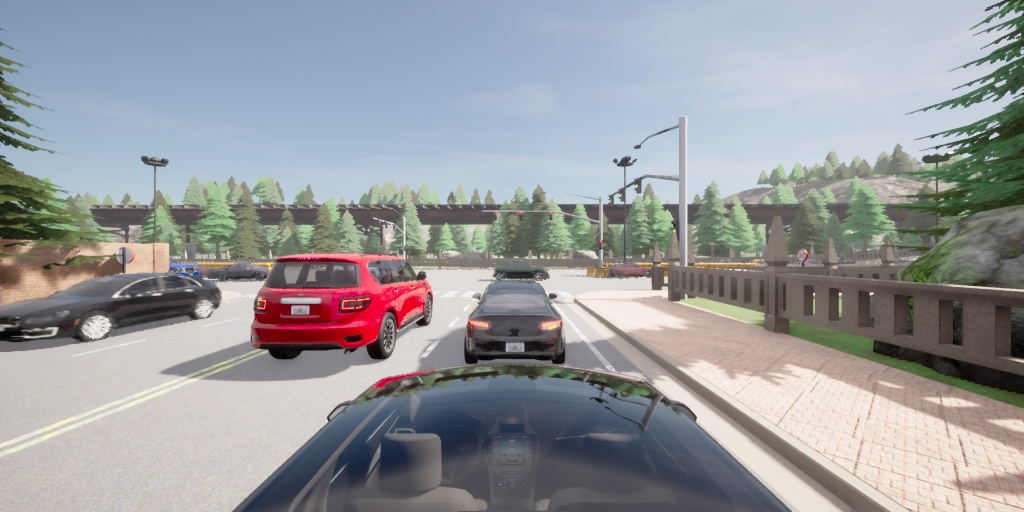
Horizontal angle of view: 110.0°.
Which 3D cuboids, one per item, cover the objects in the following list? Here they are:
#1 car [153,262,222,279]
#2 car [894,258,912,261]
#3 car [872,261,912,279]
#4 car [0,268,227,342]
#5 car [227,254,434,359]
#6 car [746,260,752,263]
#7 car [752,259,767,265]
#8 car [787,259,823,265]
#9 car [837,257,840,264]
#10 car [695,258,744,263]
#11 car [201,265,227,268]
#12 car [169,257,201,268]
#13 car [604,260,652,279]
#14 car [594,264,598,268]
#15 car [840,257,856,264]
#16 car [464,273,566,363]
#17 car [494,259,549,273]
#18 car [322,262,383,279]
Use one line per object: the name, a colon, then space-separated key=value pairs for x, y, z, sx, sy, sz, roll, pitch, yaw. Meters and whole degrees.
car: x=-29.433 y=1.276 z=32.601 sx=4.674 sy=1.442 sz=1.812 roll=0 pitch=0 yaw=0
car: x=42.054 y=0.974 z=39.534 sx=5.357 sy=1.411 sz=2.033 roll=-3 pitch=0 yaw=0
car: x=31.398 y=1.304 z=28.861 sx=4.181 sy=1.385 sz=1.994 roll=0 pitch=0 yaw=0
car: x=-10.530 y=1.255 z=9.817 sx=1.837 sy=1.490 sz=4.892 roll=0 pitch=0 yaw=1
car: x=-3.440 y=0.971 z=8.515 sx=2.150 sy=2.045 sz=5.566 roll=0 pitch=0 yaw=0
car: x=25.538 y=1.102 z=43.064 sx=4.553 sy=1.767 sz=2.097 roll=0 pitch=0 yaw=0
car: x=31.746 y=1.210 z=46.553 sx=5.008 sy=1.535 sz=1.882 roll=-1 pitch=0 yaw=0
car: x=31.421 y=1.337 z=39.555 sx=4.718 sy=1.301 sz=1.895 roll=0 pitch=0 yaw=0
car: x=35.687 y=1.141 z=43.050 sx=5.008 sy=1.535 sz=1.882 roll=-1 pitch=0 yaw=0
car: x=22.433 y=1.102 z=39.573 sx=4.553 sy=1.767 sz=2.097 roll=0 pitch=0 yaw=0
car: x=-21.480 y=1.297 z=29.068 sx=5.357 sy=1.411 sz=2.033 roll=0 pitch=0 yaw=0
car: x=-25.658 y=0.972 z=25.580 sx=5.566 sy=2.045 sz=2.150 roll=0 pitch=0 yaw=-1
car: x=10.784 y=1.314 z=32.420 sx=4.181 sy=1.385 sz=1.994 roll=0 pitch=0 yaw=0
car: x=13.139 y=1.241 z=46.609 sx=4.902 sy=1.511 sz=2.128 roll=0 pitch=0 yaw=0
car: x=41.609 y=0.953 z=46.535 sx=4.892 sy=1.490 sz=1.837 roll=-3 pitch=0 yaw=0
car: x=0.063 y=1.276 z=7.963 sx=1.812 sy=1.442 sz=4.674 roll=0 pitch=0 yaw=0
car: x=0.732 y=1.102 z=28.966 sx=4.553 sy=1.767 sz=2.097 roll=0 pitch=0 yaw=0
car: x=-14.386 y=1.275 z=32.537 sx=4.674 sy=1.442 sz=1.812 roll=0 pitch=0 yaw=0
